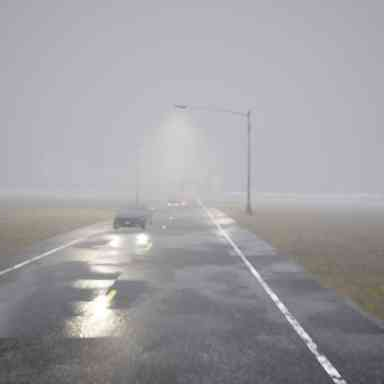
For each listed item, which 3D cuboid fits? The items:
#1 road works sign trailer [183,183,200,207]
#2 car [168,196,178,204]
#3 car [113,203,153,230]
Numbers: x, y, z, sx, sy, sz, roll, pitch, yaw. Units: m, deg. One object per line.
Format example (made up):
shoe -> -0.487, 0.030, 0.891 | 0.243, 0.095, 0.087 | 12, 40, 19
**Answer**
road works sign trailer -> -0.020, 0.405, 49.000 | 2.380, 3.560, 2.880 | 0, 0, 0
car -> -3.538, 1.473, 63.012 | 2.033, 1.411, 5.357 | 0, 0, 0
car -> -3.608, 1.452, 21.041 | 1.882, 1.535, 5.008 | 0, 0, 0
